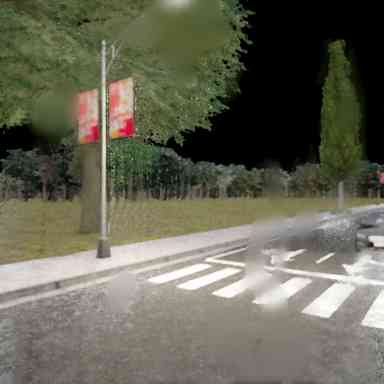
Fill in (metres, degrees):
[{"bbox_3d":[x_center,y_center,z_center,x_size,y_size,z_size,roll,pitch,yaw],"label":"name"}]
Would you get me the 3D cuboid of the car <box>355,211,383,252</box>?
[{"bbox_3d":[7.975,1.563,13.502,2.128,1.511,4.902,-1,-1,37],"label":"car"}]
